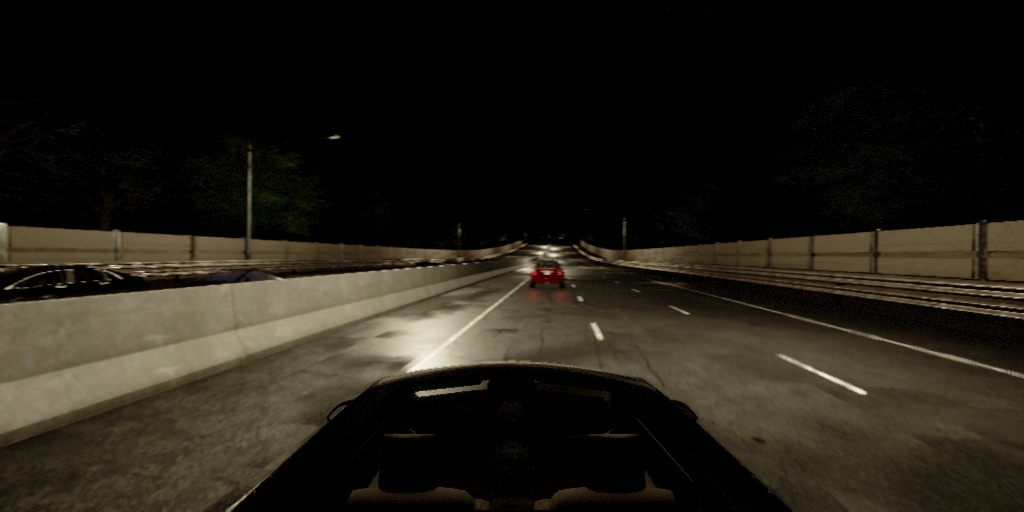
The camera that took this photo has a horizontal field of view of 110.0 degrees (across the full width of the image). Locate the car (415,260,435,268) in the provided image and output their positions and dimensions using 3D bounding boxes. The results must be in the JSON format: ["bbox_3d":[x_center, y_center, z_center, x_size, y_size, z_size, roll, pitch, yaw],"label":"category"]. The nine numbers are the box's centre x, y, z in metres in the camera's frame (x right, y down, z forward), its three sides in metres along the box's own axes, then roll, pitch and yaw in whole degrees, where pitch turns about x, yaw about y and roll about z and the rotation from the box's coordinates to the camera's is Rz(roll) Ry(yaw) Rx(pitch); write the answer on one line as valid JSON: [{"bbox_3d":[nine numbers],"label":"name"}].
[{"bbox_3d":[-11.979,1.162,50.562,1.895,1.301,4.718,1,0,8],"label":"car"}]

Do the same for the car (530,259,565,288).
[{"bbox_3d":[2.381,1.075,23.696,2.097,1.767,4.553,1,0,7],"label":"car"}]

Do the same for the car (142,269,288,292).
[{"bbox_3d":[-9.779,1.167,12.720,1.994,1.385,4.181,1,0,7],"label":"car"}]

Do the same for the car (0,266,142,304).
[{"bbox_3d":[-13.617,1.069,10.326,1.837,1.490,4.892,1,0,7],"label":"car"}]

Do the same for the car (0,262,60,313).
[{"bbox_3d":[-17.157,1.002,10.233,1.882,1.535,5.008,1,0,7],"label":"car"}]

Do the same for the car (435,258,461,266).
[{"bbox_3d":[-8.507,1.094,50.153,2.128,1.511,4.902,1,0,8],"label":"car"}]

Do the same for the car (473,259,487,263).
[{"bbox_3d":[-4.625,1.181,52.890,1.812,1.442,4.674,1,0,8],"label":"car"}]
